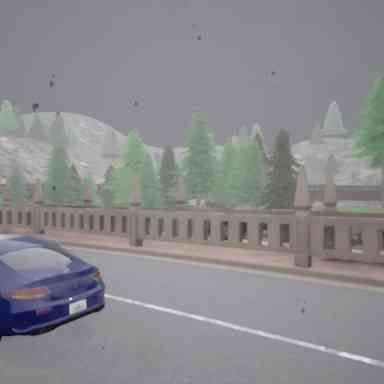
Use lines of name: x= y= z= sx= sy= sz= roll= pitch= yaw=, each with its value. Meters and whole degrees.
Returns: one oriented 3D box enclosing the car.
car: x=-3.627 y=1.508 z=6.068 sx=4.674 sy=1.442 sz=1.812 roll=0 pitch=0 yaw=32
